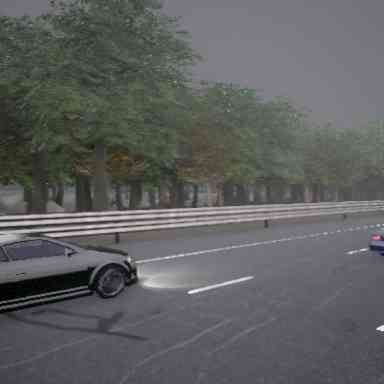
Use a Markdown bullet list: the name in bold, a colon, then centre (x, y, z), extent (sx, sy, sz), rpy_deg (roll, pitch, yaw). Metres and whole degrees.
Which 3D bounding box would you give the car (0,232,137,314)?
- **car**: centre (-3.256, 1.543, 6.883), extent (4.181, 1.385, 1.994), rpy_deg (0, 0, -39)

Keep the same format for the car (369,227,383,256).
- **car**: centre (8.222, 1.526, 11.757), extent (5.357, 1.411, 2.033), rpy_deg (0, 0, -39)
